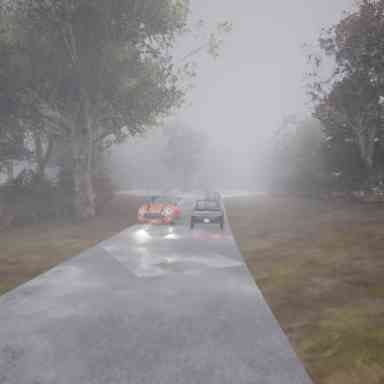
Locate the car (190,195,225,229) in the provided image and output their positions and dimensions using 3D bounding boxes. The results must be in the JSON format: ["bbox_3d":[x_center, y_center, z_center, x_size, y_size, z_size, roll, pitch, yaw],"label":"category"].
[{"bbox_3d":[0.909,1.178,19.462,2.128,1.511,4.902,0,2,4],"label":"car"}]

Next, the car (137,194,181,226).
[{"bbox_3d":[-1.920,0.977,20.621,2.097,1.767,4.553,1,2,4],"label":"car"}]

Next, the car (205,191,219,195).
[{"bbox_3d":[2.246,0.622,37.203,2.033,1.411,5.357,0,2,5],"label":"car"}]
